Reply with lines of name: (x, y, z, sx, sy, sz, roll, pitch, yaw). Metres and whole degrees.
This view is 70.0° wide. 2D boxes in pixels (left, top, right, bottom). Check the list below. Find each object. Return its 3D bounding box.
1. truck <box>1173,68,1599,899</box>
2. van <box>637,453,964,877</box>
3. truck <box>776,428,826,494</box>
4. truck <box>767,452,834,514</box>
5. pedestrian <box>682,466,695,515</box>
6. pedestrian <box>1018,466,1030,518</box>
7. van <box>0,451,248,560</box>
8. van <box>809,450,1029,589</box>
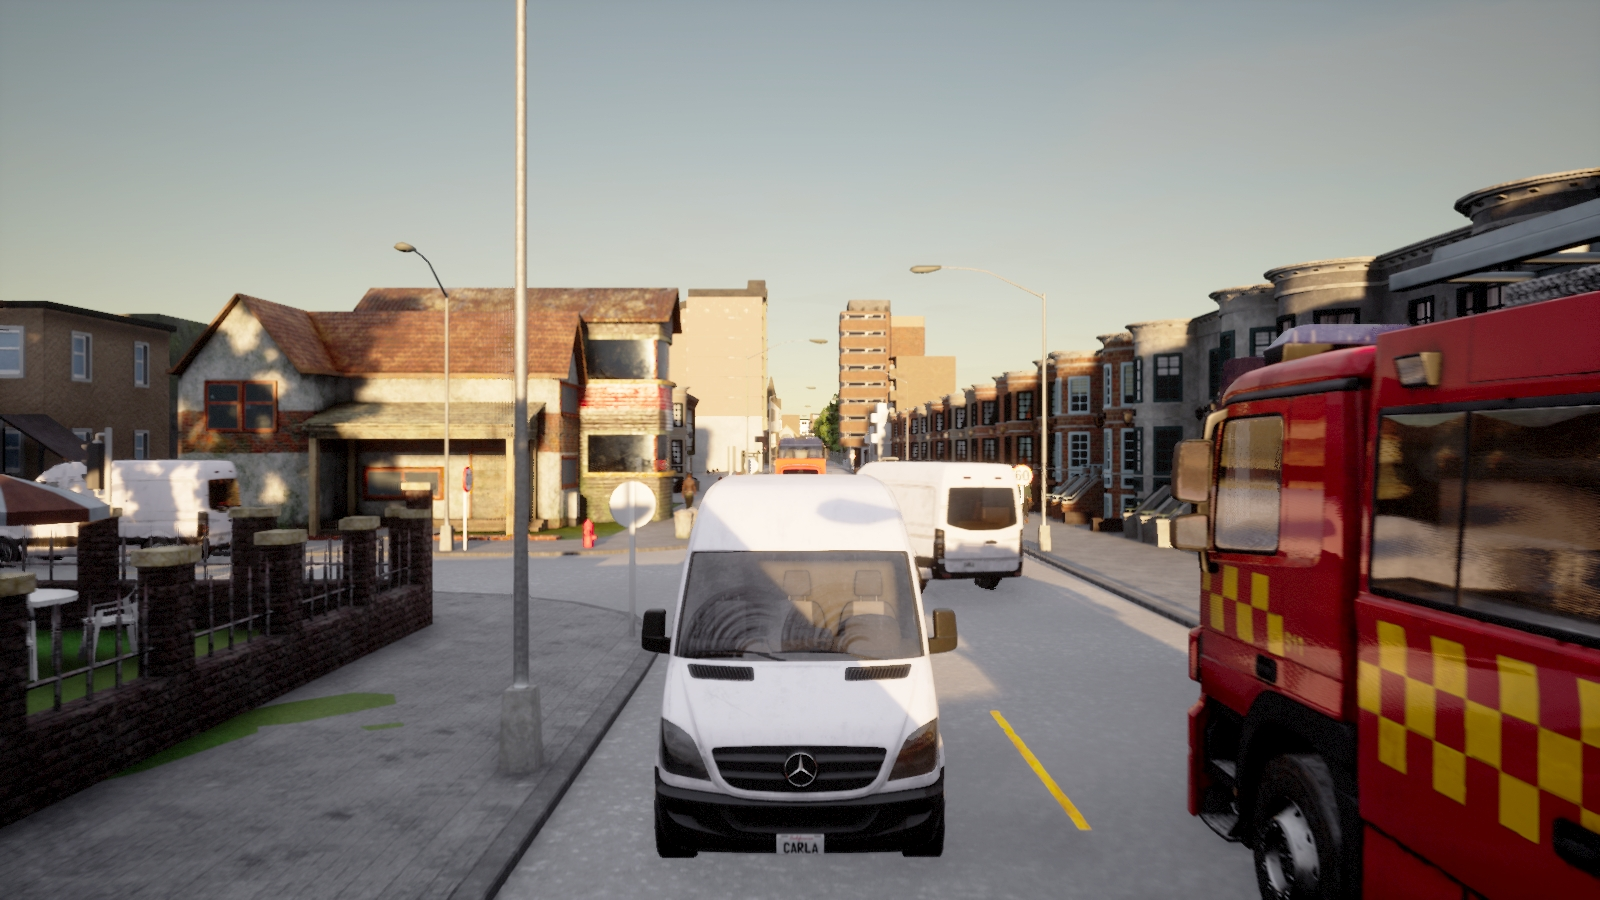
truck: (4.047, 0.671, 3.640, 2.891, 3.827, 8.468, 0, 0, 0)
van: (0.003, 1.315, 9.893, 1.988, 2.561, 5.915, 0, 0, 0)
truck: (0.039, 0.670, 70.938, 2.891, 3.827, 8.468, 0, 0, 0)
truck: (0.012, 1.366, 47.880, 2.627, 2.467, 5.204, 0, -1, 0)
pedestrian: (-4.218, 1.527, 43.389, 0.375, 1.860, 0.375, 0, 0, 17)
pedestrian: (8.113, 1.527, 41.402, 0.375, 1.860, 0.375, 0, 0, -1)
van: (-17.002, 1.315, 28.060, 5.915, 2.561, 1.988, 0, 0, 0)
van: (2.317, 1.315, 24.349, 1.988, 2.561, 5.915, 1, 0, -23)
